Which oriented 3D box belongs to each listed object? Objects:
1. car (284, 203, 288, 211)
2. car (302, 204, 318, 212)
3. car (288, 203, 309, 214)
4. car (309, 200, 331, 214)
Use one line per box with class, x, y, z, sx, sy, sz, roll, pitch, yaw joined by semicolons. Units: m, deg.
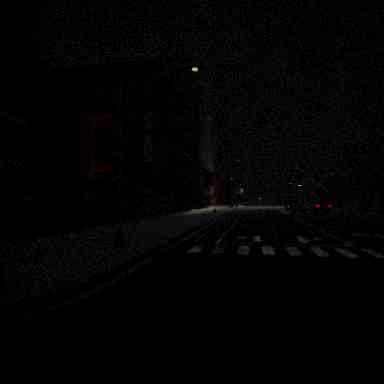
car;18.041;2.746;60.559;1.837;1.490;4.892;0;-1;11
car;21.238;2.822;59.968;1.895;1.301;4.718;0;-1;11
car;16.066;2.532;50.371;1.837;1.490;4.892;0;-1;11
car;19.262;2.230;49.788;2.150;2.045;5.566;0;-1;11
